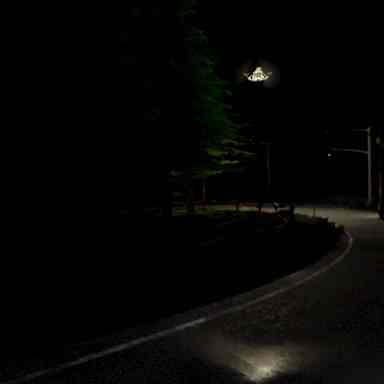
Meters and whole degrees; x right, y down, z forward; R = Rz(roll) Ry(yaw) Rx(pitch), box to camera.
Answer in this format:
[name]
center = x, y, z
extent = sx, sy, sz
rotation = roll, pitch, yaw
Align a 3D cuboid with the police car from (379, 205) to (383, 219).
[police car]
center = 13.220, 1.053, 20.259
extent = 2.038, 1.542, 4.974
rotation = -1, 1, 7
